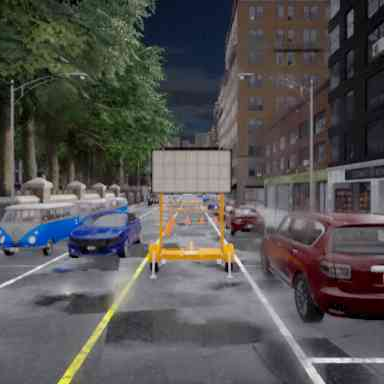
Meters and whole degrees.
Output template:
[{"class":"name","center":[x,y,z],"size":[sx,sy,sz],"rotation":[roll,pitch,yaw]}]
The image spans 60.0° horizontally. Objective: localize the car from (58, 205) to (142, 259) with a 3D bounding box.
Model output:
[{"class":"car","center":[-3.118,1.463,12.797],"size":[1.882,1.535,5.008],"rotation":[0,0,0]}]

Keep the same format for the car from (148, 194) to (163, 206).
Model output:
[{"class":"car","center":[-5.746,1.219,52.347],"size":[2.192,1.841,5.009],"rotation":[0,0,0]}]

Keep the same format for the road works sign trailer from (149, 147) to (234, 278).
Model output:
[{"class":"road works sign trailer","center":[-0.014,0.453,10.065],"size":[2.380,3.560,2.880],"rotation":[0,0,0]}]

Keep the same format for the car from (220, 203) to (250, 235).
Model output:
[{"class":"car","center":[2.829,1.521,18.437],"size":[1.887,1.381,4.507],"rotation":[0,0,0]}]

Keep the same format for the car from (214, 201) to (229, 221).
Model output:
[{"class":"car","center":[2.821,1.549,24.098],"size":[1.802,1.307,4.206],"rotation":[0,0,0]}]

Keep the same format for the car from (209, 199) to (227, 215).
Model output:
[{"class":"car","center":[2.812,1.538,29.758],"size":[1.802,1.307,4.206],"rotation":[0,0,0]}]

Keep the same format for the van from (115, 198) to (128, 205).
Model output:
[{"class":"van","center":[-5.705,1.308,24.057],"size":[1.690,1.788,3.998],"rotation":[0,0,0]}]

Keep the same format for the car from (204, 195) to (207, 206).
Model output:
[{"class":"car","center":[2.796,1.477,41.079],"size":[1.887,1.381,4.507],"rotation":[0,0,0]}]

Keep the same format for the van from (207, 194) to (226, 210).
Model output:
[{"class":"van","center":[2.803,1.286,35.418],"size":[1.690,1.788,3.998],"rotation":[0,0,0]}]

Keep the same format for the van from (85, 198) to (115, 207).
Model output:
[{"class":"van","center":[-5.697,1.318,18.399],"size":[1.690,1.788,3.998],"rotation":[0,0,0]}]

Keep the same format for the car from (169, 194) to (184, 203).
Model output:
[{"class":"car","center":[-3.094,1.094,62.394],"size":[2.150,2.045,5.566],"rotation":[0,0,0]}]

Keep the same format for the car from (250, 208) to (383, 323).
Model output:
[{"class":"car","center":[2.844,1.307,7.116],"size":[2.192,1.841,5.009],"rotation":[0,0,0]}]

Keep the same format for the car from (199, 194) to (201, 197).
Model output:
[{"class":"car","center":[2.771,1.454,58.060],"size":[1.947,1.339,4.313],"rotation":[0,0,0]}]

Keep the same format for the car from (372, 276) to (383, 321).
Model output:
[{"class":"car","center":[2.854,1.580,1.456],"size":[1.802,1.307,4.206],"rotation":[0,0,0]}]

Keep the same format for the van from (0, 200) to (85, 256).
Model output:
[{"class":"van","center":[-5.688,1.326,12.741],"size":[1.690,1.788,3.998],"rotation":[0,0,0]}]

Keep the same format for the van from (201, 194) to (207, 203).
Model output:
[{"class":"van","center":[2.779,1.245,52.399],"size":[1.690,1.788,3.998],"rotation":[0,0,0]}]
